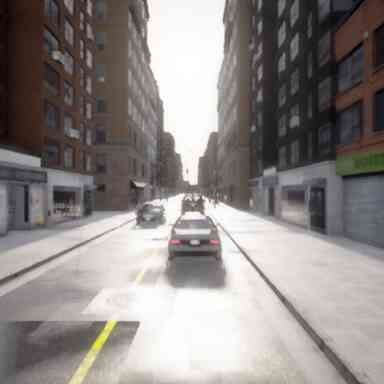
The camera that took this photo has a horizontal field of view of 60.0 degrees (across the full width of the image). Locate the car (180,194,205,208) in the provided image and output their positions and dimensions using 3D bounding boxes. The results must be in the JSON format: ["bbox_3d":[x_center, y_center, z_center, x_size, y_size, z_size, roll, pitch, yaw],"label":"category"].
[{"bbox_3d":[0.087,1.246,31.425,2.150,2.045,5.566,0,0,0],"label":"car"}]

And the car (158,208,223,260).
[{"bbox_3d":[0.091,1.557,12.463,2.033,1.411,5.357,0,0,0],"label":"car"}]

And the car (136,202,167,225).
[{"bbox_3d":[-2.859,1.511,24.147,2.128,1.511,4.902,0,0,0],"label":"car"}]
